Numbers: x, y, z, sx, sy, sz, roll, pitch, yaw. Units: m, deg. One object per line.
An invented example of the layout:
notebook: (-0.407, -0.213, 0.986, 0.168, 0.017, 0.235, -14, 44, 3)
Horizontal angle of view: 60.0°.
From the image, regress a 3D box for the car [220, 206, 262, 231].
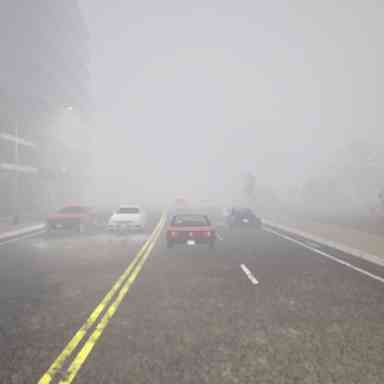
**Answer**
car: (2.902, 1.546, 20.460, 1.994, 1.385, 4.181, 0, 0, -2)

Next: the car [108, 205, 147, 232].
car: (-3.779, 1.529, 20.214, 1.812, 1.442, 4.674, 0, 0, -2)

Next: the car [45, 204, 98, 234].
car: (-7.015, 1.491, 19.810, 1.882, 1.535, 5.008, 0, 0, -2)

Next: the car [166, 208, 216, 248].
car: (-0.103, 1.596, 14.643, 1.895, 1.301, 4.718, 0, 0, -2)

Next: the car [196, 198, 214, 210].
car: (1.570, 1.490, 41.583, 1.812, 1.442, 4.674, 0, 0, -5)

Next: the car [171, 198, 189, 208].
car: (-1.434, 1.455, 38.953, 1.882, 1.535, 5.008, 0, 0, -4)
